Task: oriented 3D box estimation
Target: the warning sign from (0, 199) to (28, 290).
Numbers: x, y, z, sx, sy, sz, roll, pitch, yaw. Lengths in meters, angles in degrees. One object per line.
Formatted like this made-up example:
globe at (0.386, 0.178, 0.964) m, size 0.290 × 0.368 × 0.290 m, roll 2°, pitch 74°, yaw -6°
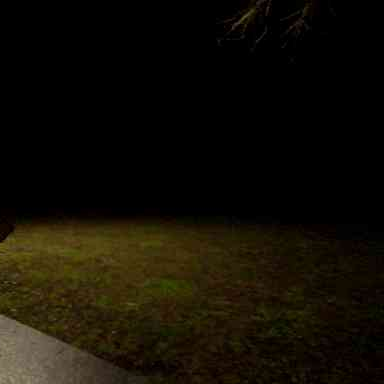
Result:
warning sign at (-4.450, 1.101, 7.125) m, size 1.060 × 1.860 × 1.300 m, roll -1°, pitch 0°, yaw 36°
